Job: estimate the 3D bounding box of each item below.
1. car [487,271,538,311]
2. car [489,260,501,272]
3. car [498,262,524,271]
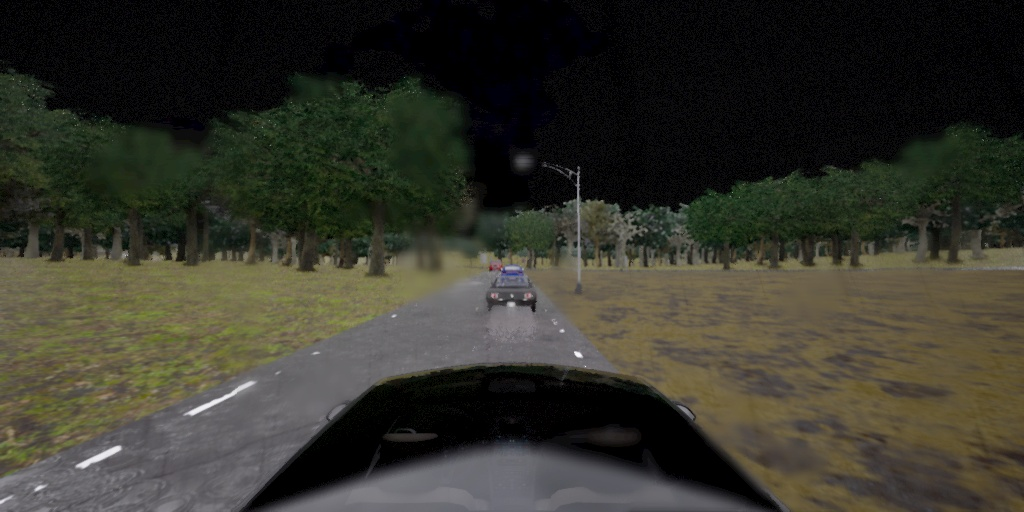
[{"bbox_3d":[0.027,1.477,15.105,1.895,1.301,4.718,0,-1,0],"label":"car"},{"bbox_3d":[-2.723,1.661,61.403,2.150,2.045,5.566,0,-1,0],"label":"car"},{"bbox_3d":[0.046,1.506,31.121,1.882,1.535,5.008,0,0,0],"label":"car"}]
